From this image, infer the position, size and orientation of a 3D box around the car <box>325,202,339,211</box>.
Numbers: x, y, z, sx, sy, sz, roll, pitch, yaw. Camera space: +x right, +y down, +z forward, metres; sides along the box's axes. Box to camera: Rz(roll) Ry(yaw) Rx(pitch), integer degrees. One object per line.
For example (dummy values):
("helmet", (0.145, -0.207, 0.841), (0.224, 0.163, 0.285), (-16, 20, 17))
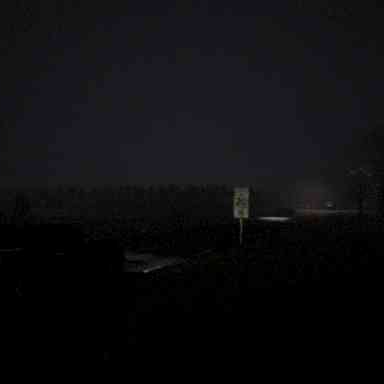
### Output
("car", (34.136, 3.489, 81.777), (2.150, 2.045, 5.566), (1, -1, 28))

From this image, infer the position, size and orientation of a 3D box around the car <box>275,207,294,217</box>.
("car", (13.395, 2.829, 48.090), (1.895, 1.301, 4.718), (1, -1, 28))

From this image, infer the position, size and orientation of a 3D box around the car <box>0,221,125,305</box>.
("car", (-3.887, 1.586, 9.142), (2.097, 1.767, 4.553), (1, -1, 28))
